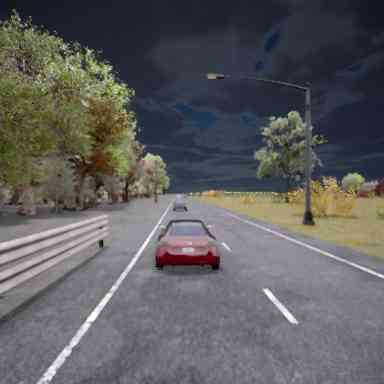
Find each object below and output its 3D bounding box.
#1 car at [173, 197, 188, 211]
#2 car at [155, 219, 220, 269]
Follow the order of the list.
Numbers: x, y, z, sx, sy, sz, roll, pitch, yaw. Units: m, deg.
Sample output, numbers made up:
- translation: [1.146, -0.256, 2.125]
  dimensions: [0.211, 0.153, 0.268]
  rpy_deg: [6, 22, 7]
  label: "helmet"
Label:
- translation: [-1.598, 1.770, 45.509]
  dimensions: [2.033, 1.411, 5.357]
  rpy_deg: [0, 0, -2]
  label: "car"
- translation: [-0.190, 1.628, 11.434]
  dimensions: [1.994, 1.385, 4.181]
  rpy_deg: [0, 0, -2]
  label: "car"
